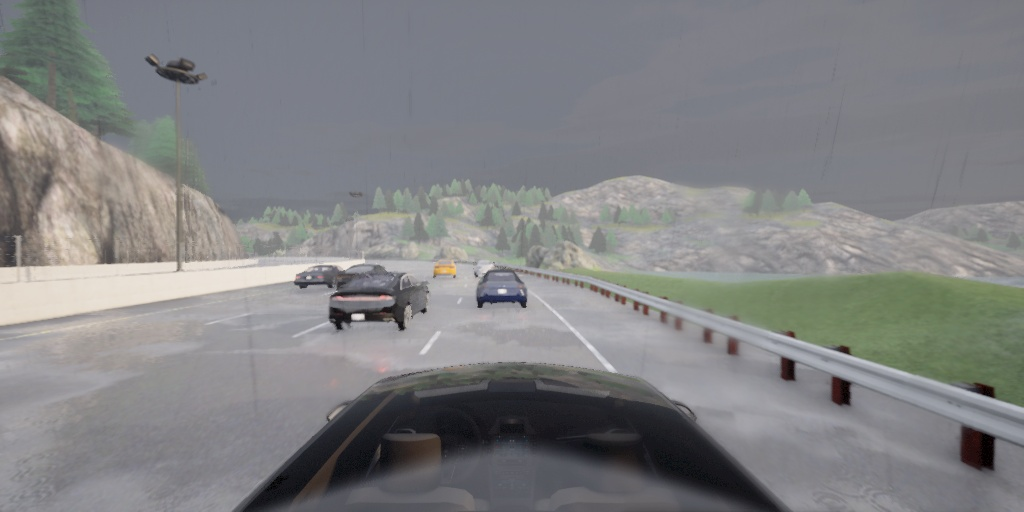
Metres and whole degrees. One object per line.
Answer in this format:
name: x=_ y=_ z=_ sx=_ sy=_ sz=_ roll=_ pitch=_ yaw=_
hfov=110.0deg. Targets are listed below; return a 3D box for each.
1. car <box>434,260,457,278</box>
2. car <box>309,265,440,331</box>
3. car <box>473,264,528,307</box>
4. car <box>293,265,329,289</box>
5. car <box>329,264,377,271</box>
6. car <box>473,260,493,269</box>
car: x=-5.939 y=1.080 z=31.928 sx=1.882 sy=1.535 sz=5.008 roll=0 pitch=0 yaw=-9
car: x=-3.721 y=1.209 z=10.842 sx=2.128 sy=1.511 sz=4.902 roll=0 pitch=0 yaw=-3
car: x=-0.471 y=1.236 z=15.026 sx=1.994 sy=1.385 sz=4.181 roll=0 pitch=0 yaw=-4
car: x=-11.663 y=1.241 z=22.597 sx=2.033 sy=1.411 sz=5.357 roll=0 pitch=0 yaw=-6
car: x=-7.870 y=1.166 z=19.653 sx=1.882 sy=1.535 sz=5.008 roll=0 pitch=0 yaw=-5
car: x=-2.562 y=1.102 z=32.856 sx=1.812 sy=1.442 sz=4.674 roll=0 pitch=0 yaw=-9
